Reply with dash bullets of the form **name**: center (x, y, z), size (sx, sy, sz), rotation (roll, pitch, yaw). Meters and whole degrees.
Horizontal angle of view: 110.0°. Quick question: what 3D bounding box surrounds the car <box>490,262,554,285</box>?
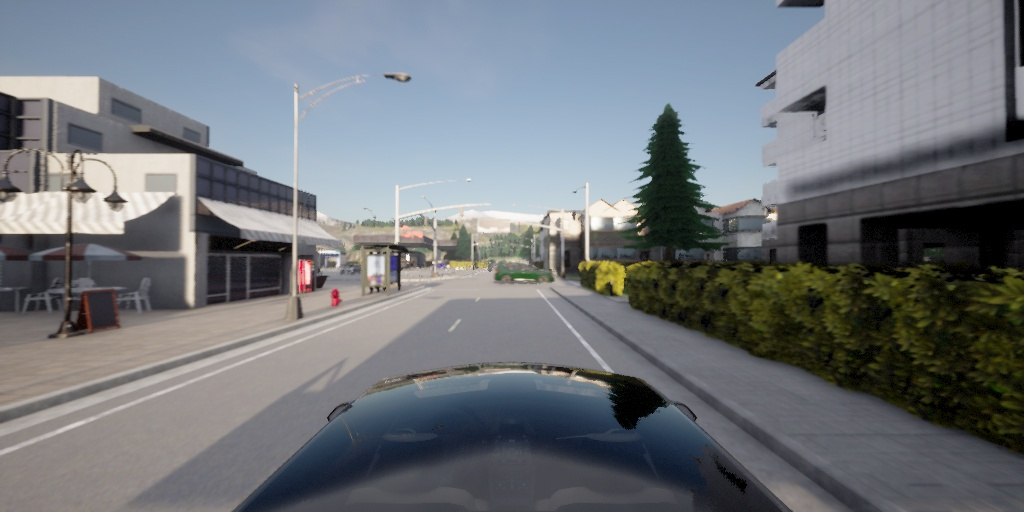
- **car**: center (1.074, 1.638, 32.797), size (5.566, 2.045, 2.150), rotation (1, 0, 0)
